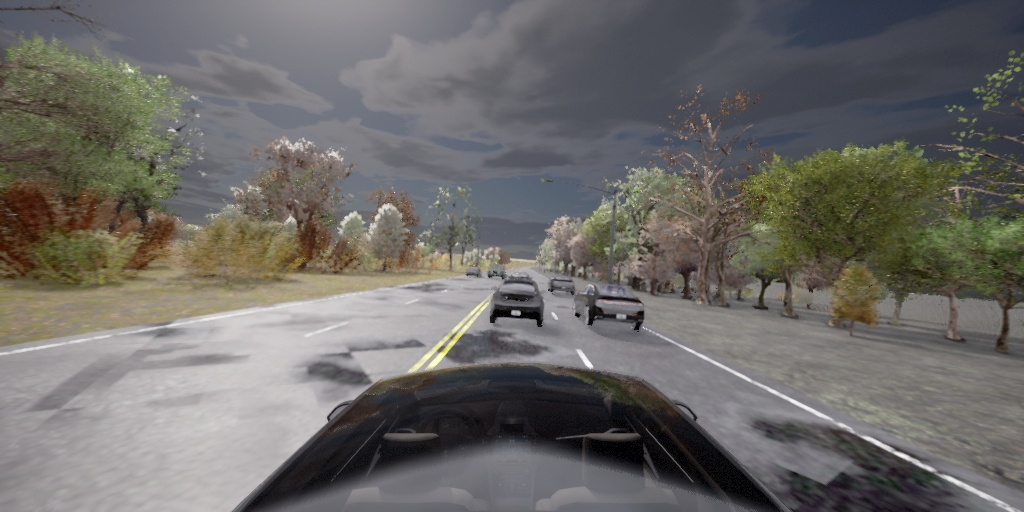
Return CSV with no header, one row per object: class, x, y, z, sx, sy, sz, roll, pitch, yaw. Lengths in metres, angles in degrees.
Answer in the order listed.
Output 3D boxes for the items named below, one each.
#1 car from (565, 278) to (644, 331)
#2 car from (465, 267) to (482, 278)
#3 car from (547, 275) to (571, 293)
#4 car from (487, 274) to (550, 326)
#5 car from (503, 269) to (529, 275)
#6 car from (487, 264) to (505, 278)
car,3.545,1.835,13.815,2.128,1.511,4.902,5,-3,2
car,-5.372,2.251,50.734,1.837,1.490,4.892,4,-1,2
car,3.925,2.280,29.070,2.128,1.511,4.902,5,-3,2
car,0.246,1.644,13.810,1.837,1.490,4.892,4,-2,3
car,0.640,2.048,29.054,2.128,1.511,4.902,3,-3,2
car,-2.129,2.187,50.212,2.150,2.045,5.566,4,-2,2
